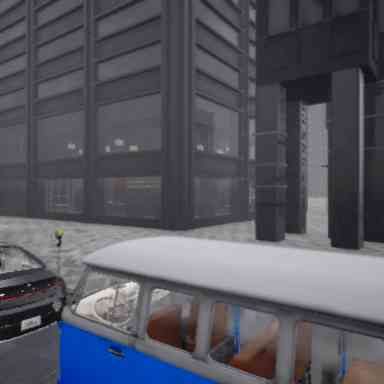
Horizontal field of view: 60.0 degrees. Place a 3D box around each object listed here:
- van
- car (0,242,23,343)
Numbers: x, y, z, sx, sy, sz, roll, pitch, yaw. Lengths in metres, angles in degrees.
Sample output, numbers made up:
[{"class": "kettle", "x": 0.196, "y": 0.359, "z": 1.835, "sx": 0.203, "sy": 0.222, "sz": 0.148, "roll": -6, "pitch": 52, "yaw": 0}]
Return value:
[{"class": "van", "x": 0.625, "y": 1.340, "z": 2.516, "sx": 3.998, "sy": 1.788, "sz": 1.690, "roll": 0, "pitch": 0, "yaw": 36}, {"class": "car", "x": -3.964, "y": 1.542, "z": 5.790, "sx": 4.403, "sy": 1.369, "sz": 2.008, "roll": 0, "pitch": 0, "yaw": 36}]
